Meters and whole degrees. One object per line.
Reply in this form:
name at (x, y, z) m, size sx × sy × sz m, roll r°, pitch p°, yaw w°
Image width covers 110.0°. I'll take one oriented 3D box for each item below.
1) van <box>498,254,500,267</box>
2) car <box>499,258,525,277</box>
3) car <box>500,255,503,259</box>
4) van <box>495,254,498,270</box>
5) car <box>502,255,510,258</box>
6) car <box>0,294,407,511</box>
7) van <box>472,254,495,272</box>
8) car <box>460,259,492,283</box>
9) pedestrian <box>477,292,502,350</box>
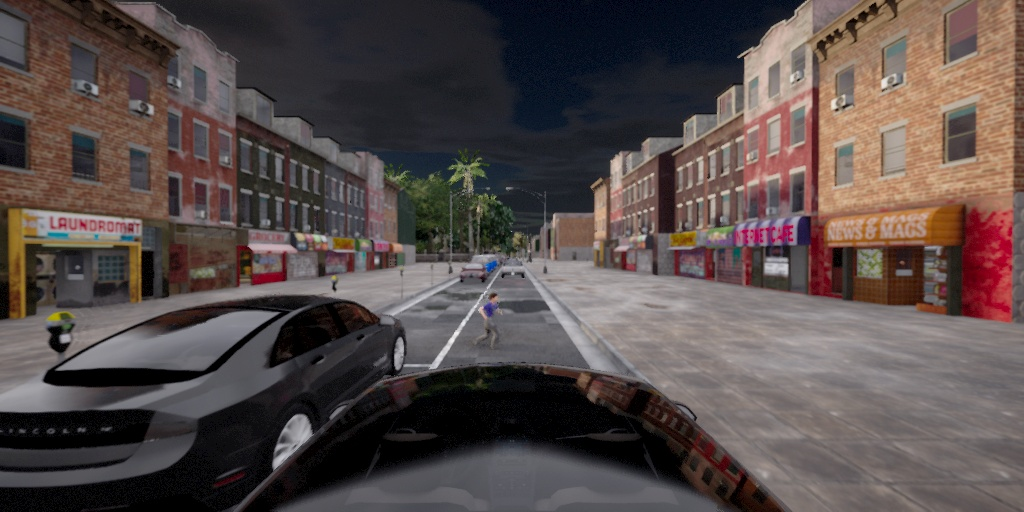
van at (-2.644, 0.738, 41.790) m, size 1.690 × 1.789 × 3.998 m, roll 0°, pitch 0°, yaw 0°
car at (0.078, 1.088, 30.809) m, size 1.895 × 1.301 × 4.718 m, roll 0°, pitch 0°, yaw 0°
car at (-2.645, 0.859, 52.717) m, size 2.007 × 1.370 × 4.403 m, roll 0°, pitch 0°, yaw 0°
van at (-2.643, 0.783, 36.325) m, size 1.690 × 1.789 × 3.998 m, roll 0°, pitch 0°, yaw 0°
car at (0.053, 0.907, 48.334) m, size 1.994 × 1.385 × 4.181 m, roll 0°, pitch 0°, yaw -1°
car at (-2.750, 1.228, 4.423) m, size 1.837 × 1.490 × 4.892 m, roll 0°, pitch 1°, yaw 0°
van at (-2.642, 0.827, 30.861) m, size 1.690 × 1.789 × 3.998 m, roll 0°, pitch 0°, yaw 0°
car at (-2.641, 1.113, 25.397) m, size 1.802 × 1.307 × 4.207 m, roll 0°, pitch 0°, yaw 0°
pedestrian at (-0.460, 1.267, 7.369) m, size 0.375 × 1.300 × 0.375 m, roll 0°, pitch 1°, yaw 0°
